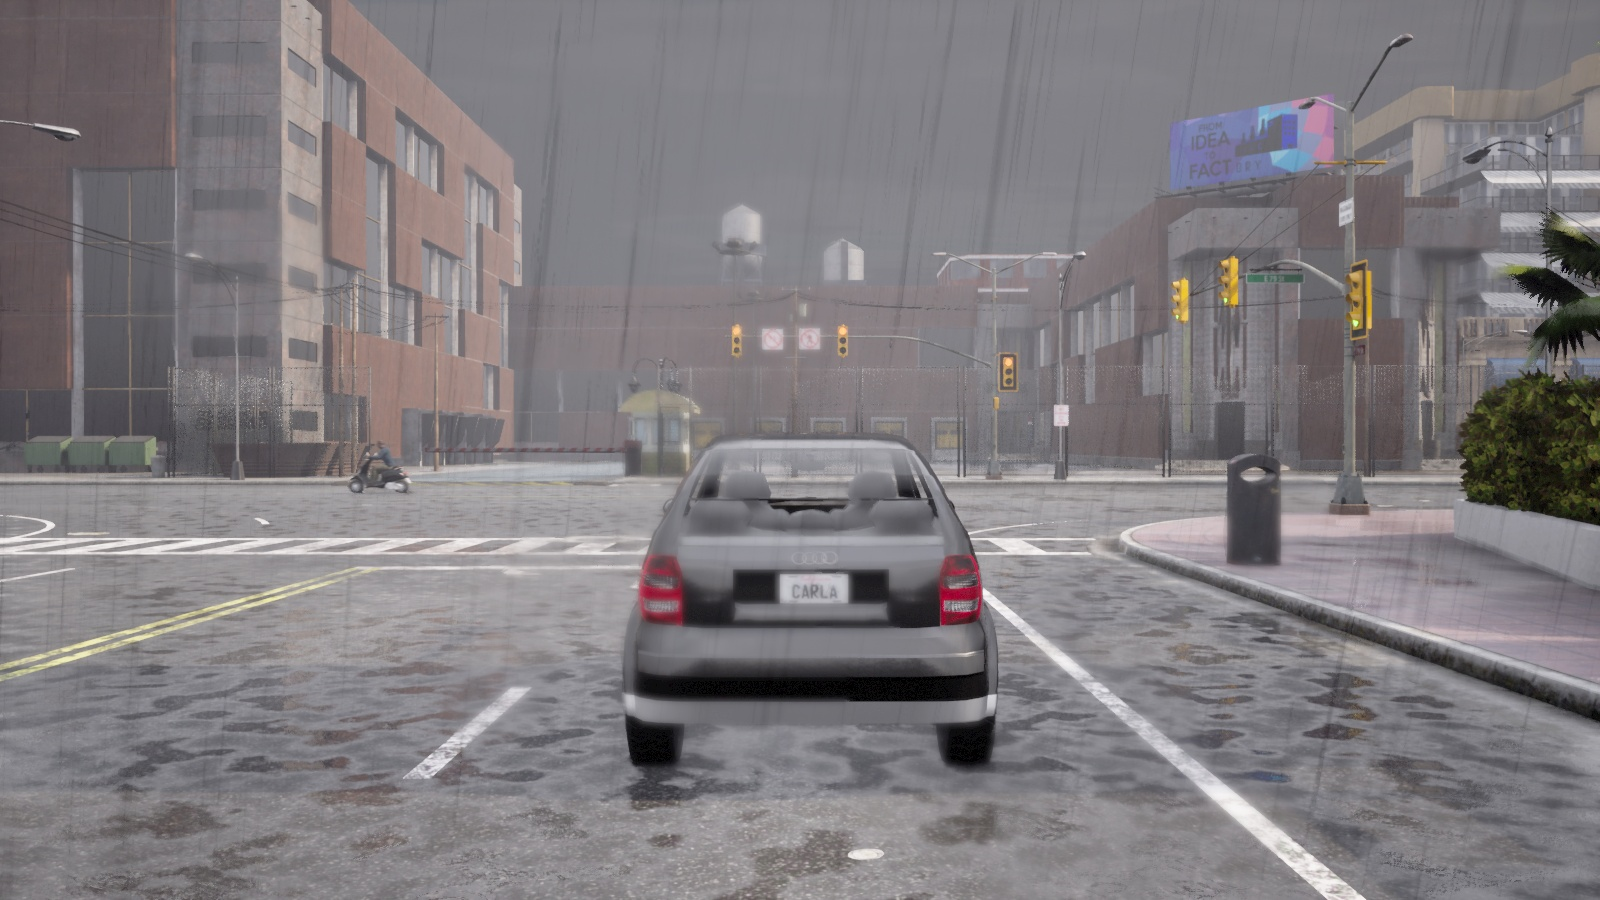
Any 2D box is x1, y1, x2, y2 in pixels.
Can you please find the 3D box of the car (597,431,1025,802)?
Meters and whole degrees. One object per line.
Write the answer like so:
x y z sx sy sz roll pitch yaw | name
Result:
0.051 0.685 7.106 1.789 1.549 3.705 0 0 0 | car

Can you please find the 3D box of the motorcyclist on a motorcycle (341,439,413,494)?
-12.409 0.481 36.884 1.817 1.590 0.866 0 0 -1 | motorcyclist on a motorcycle
